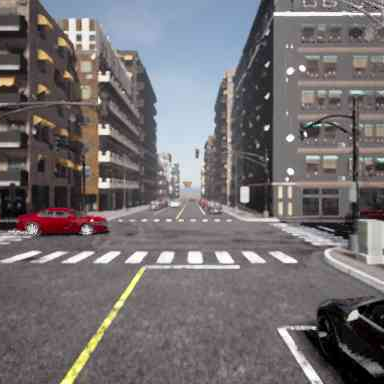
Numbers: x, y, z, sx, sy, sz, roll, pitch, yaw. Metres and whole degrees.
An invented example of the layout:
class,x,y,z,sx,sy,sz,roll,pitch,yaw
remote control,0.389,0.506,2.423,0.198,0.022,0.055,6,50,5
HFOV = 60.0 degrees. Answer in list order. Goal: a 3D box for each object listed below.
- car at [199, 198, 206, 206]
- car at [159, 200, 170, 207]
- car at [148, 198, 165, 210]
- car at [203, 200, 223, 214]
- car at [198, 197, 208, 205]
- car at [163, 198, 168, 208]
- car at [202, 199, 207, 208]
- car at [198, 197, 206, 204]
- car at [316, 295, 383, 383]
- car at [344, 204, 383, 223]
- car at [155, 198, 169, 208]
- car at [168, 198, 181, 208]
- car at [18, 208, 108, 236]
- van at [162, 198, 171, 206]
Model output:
class,x,y,z,sx,sy,sz,roll,pitch,yaw
car,2.693,2.168,57.840,1.887,1.381,4.507,-1,-1,0
car,-5.672,2.311,69.300,2.008,1.369,4.403,-1,-1,0
car,-5.843,2.110,52.404,2.008,1.369,4.403,-1,-1,0
car,2.804,1.982,41.046,2.008,1.369,4.403,-1,-1,0
car,2.669,2.211,80.468,2.192,1.841,5.009,-1,-1,0
car,-5.842,2.192,58.035,1.947,1.339,4.313,-1,-1,0
car,2.796,2.044,46.576,2.008,1.369,4.403,-1,-1,0
car,2.674,2.372,74.833,1.887,1.381,4.507,-1,-1,0
car,2.676,1.599,3.121,1.947,1.339,4.313,-1,-1,0
car,13.746,1.642,25.145,4.097,1.590,1.967,0,0,0
car,-5.677,2.008,63.671,2.192,1.841,5.009,-1,-1,0
car,-3.054,2.181,60.526,1.812,1.442,4.674,0,-1,1
car,-7.480,1.699,19.495,5.008,1.535,1.882,0,0,0
van,-5.677,2.169,74.935,1.690,1.788,3.998,-1,-1,0
